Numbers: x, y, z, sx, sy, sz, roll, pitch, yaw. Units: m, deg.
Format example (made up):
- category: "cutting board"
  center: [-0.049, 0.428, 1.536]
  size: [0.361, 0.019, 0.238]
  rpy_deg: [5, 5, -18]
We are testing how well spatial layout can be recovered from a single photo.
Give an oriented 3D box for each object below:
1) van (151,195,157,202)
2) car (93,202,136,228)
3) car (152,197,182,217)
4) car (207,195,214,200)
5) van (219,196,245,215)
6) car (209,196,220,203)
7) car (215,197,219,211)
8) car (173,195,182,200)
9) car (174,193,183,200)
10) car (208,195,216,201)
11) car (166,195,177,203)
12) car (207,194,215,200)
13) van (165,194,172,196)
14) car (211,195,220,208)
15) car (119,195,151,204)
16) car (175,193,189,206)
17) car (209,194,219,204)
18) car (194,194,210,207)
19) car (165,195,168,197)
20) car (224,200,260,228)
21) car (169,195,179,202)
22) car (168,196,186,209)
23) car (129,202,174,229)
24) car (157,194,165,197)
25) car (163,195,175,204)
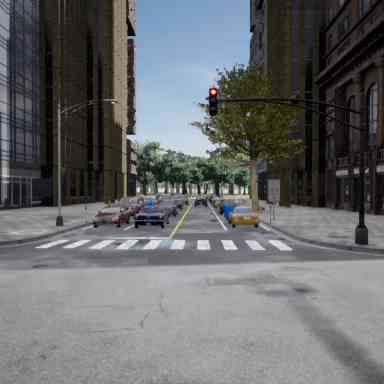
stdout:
- category: "van"
  center: [-4.931, 1.306, 33.325]
  size: [1.690, 1.788, 3.998]
  rpy_deg: [-1, 0, 1]
- category: "car"
  center: [-5.202, 1.565, 21.968]
  size: [1.802, 1.307, 4.206]
  rpy_deg: [-1, 0, 1]
- category: "car"
  center: [-2.299, 1.474, 31.238]
  size: [1.837, 1.490, 4.892]
  rpy_deg: [0, 0, 2]
- category: "car"
  center: [4.965, 1.379, 89.903]
  size: [1.947, 1.339, 4.313]
  rpy_deg: [0, 0, 1]
- category: "van"
  center: [3.455, 1.316, 27.450]
  size: [1.690, 1.788, 3.998]
  rpy_deg: [-1, 0, 1]
- category: "car"
  center: [4.416, 1.431, 67.193]
  size: [2.008, 1.369, 4.403]
  rpy_deg: [-1, 0, 1]
- category: "car"
  center: [3.595, 1.531, 33.128]
  size: [1.947, 1.339, 4.313]
  rpy_deg: [-1, 0, 1]
- category: "car"
  center: [-3.695, 1.375, 84.427]
  size: [1.887, 1.381, 4.507]
  rpy_deg: [0, 0, 1]
- category: "car"
  center: [-3.560, 1.128, 90.104]
  size: [2.192, 1.841, 5.009]
  rpy_deg: [0, 0, 1]
- category: "car"
  center: [4.691, 1.429, 78.548]
  size: [1.802, 1.307, 4.206]
  rpy_deg: [0, 0, 1]
- category: "car"
  center: [-4.106, 1.425, 67.393]
  size: [1.887, 1.381, 4.507]
  rpy_deg: [0, 0, 1]
- category: "car"
  center: [4.831, 1.355, 84.395]
  size: [1.752, 1.417, 4.829]
  rpy_deg: [0, 0, 1]
- category: "van"
  center: [-4.382, 1.252, 56.037]
  size: [1.690, 1.788, 3.998]
  rpy_deg: [0, 0, 1]
- category: "car"
  center: [3.873, 1.465, 44.653]
  size: [1.752, 1.417, 4.829]
  rpy_deg: [-1, 0, 1]
- category: "car"
  center: [-5.068, 1.290, 27.647]
  size: [2.192, 1.841, 5.009]
  rpy_deg: [-1, 0, 1]
- category: "car"
  center: [-1.666, 1.266, 54.457]
  size: [2.097, 1.767, 4.553]
  rpy_deg: [0, 0, 2]
- category: "car"
  center: [4.006, 1.471, 50.160]
  size: [1.887, 1.381, 4.507]
  rpy_deg: [-1, 0, 1]
- category: "car"
  center: [1.359, 1.430, 50.501]
  size: [1.837, 1.490, 4.892]
  rpy_deg: [0, 0, 1]
- category: "car"
  center: [-4.654, 1.491, 44.682]
  size: [2.008, 1.369, 4.403]
  rpy_deg: [-1, 0, 1]
- category: "car"
  center: [3.324, 1.508, 21.941]
  size: [1.752, 1.417, 4.829]
  rpy_deg: [-1, 0, 1]
- category: "car"
  center: [-3.969, 1.446, 73.071]
  size: [1.802, 1.307, 4.206]
  rpy_deg: [0, 0, 1]
- category: "car"
  center: [-2.056, 1.550, 41.160]
  size: [1.895, 1.301, 4.718]
  rpy_deg: [0, 0, 1]
- category: "car"
  center: [-2.529, 1.584, 21.901]
  size: [1.895, 1.301, 4.718]
  rpy_deg: [0, 0, 1]
- category: "car"
  center: [-4.794, 1.269, 39.003]
  size: [2.192, 1.841, 5.009]
  rpy_deg: [-1, 0, 1]
- category: "car"
  center: [-4.244, 1.336, 61.715]
  size: [1.967, 1.590, 4.097]
  rpy_deg: [0, 0, 1]
